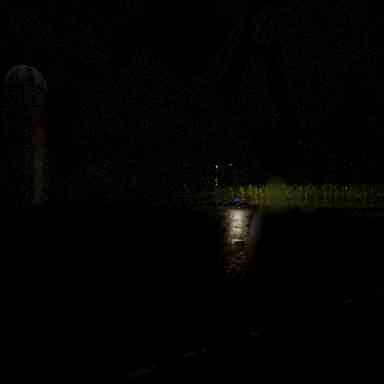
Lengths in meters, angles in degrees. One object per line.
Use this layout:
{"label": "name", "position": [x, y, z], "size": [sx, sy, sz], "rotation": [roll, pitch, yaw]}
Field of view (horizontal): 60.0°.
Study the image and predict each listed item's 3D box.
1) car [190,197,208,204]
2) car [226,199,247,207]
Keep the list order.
{"label": "car", "position": [1.436, 1.847, 71.540], "size": [1.837, 1.490, 4.892], "rotation": [0, 0, -36]}
{"label": "car", "position": [8.328, 1.996, 62.206], "size": [1.812, 1.442, 4.674], "rotation": [0, 0, -36]}
